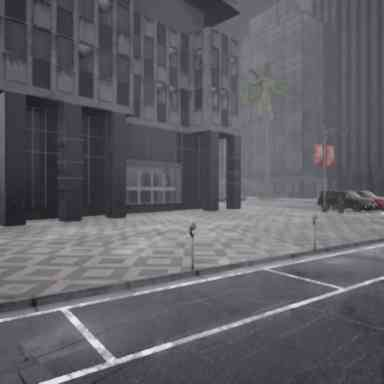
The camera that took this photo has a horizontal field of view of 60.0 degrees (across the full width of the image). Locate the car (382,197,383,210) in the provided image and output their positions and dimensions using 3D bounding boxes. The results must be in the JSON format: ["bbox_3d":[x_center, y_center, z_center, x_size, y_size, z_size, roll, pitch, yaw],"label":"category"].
[{"bbox_3d":[17.821,0.855,34.979,2.150,2.045,5.566,0,1,-35],"label":"car"}]

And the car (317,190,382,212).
[{"bbox_3d":[15.216,0.849,33.033,2.150,2.045,5.566,0,2,-35],"label":"car"}]

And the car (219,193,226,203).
[{"bbox_3d":[4.333,0.870,48.370,1.994,1.385,4.181,0,1,-35],"label":"car"}]

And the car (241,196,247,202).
[{"bbox_3d":[6.071,0.828,51.535,2.033,1.411,5.357,0,1,-35],"label":"car"}]
